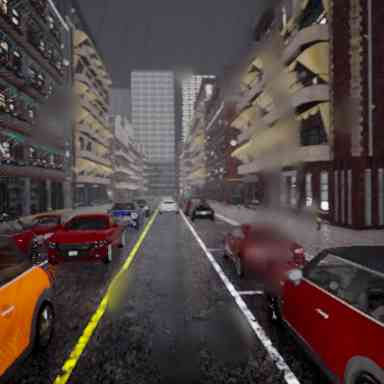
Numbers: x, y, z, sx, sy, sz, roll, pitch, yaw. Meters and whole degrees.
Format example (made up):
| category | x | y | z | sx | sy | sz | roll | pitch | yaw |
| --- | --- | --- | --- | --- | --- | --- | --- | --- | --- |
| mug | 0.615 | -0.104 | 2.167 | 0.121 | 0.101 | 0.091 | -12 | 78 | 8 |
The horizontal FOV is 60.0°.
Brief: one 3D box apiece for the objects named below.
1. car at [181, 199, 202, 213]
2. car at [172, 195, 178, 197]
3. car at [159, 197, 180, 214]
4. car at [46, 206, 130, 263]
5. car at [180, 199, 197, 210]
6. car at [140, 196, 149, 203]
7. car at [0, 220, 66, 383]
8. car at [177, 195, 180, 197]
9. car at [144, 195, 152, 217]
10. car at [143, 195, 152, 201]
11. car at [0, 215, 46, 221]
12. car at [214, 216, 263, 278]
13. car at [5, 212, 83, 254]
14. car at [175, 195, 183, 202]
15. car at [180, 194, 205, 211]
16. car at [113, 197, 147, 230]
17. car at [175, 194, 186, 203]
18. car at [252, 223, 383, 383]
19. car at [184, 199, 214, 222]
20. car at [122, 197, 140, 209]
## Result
| category | x | y | z | sx | sy | sz | roll | pitch | yaw |
| --- | --- | --- | --- | --- | --- | --- | --- | --- | --- |
| car | -0.091 | 1.550 | 37.543 | 2.008 | 1.369 | 4.403 | -2 | 0 | -4 |
| car | -3.427 | 1.572 | 48.798 | 1.812 | 1.442 | 4.674 | -1 | 0 | -4 |
| car | -2.447 | 1.560 | 35.355 | 1.812 | 1.442 | 4.674 | -1 | 0 | -4 |
| car | -3.669 | 1.532 | 12.262 | 1.882 | 1.535 | 5.008 | -1 | 0 | -4 |
| car | -0.494 | 1.586 | 43.078 | 1.802 | 1.307 | 4.206 | -2 | 0 | -4 |
| car | -10.759 | 1.674 | 75.521 | 1.752 | 1.417 | 4.829 | -2 | 0 | -4 |
| car | -2.994 | 1.396 | 3.084 | 2.097 | 1.767 | 4.553 | -1 | 0 | -4 |
| car | -0.897 | 1.591 | 48.612 | 1.802 | 1.307 | 4.206 | -2 | 0 | -4 |
| car | -5.061 | 1.426 | 31.830 | 2.097 | 1.767 | 4.553 | -1 | 0 | -4 |
| car | -11.580 | 1.598 | 86.759 | 1.967 | 1.590 | 4.097 | -2 | 0 | -4 |
| car | -5.936 | 1.528 | 9.277 | 1.967 | 1.590 | 4.097 | -2 | 0 | -4 |
| car | 1.930 | 1.553 | 9.872 | 1.802 | 1.307 | 4.206 | -2 | 0 | -4 |
| car | -6.335 | 1.676 | 14.812 | 1.802 | 1.307 | 4.206 | -2 | 0 | -4 |
| car | -3.329 | 1.562 | 81.987 | 1.752 | 1.417 | 4.829 | -2 | 0 | -4 |
| car | 0.305 | 1.309 | 32.009 | 2.192 | 1.841 | 5.009 | -2 | 0 | -4 |
| car | -4.340 | 1.417 | 21.538 | 2.097 | 1.767 | 4.553 | -1 | 0 | -4 |
| car | -2.517 | 1.343 | 70.749 | 2.192 | 1.841 | 5.009 | -2 | 0 | -4 |
| car | 2.333 | 1.405 | 4.338 | 1.967 | 1.590 | 4.097 | -2 | 0 | -4 |
| car | 0.715 | 1.554 | 26.475 | 1.947 | 1.339 | 4.313 | -2 | 0 | -4 |
| car | -8.758 | 1.566 | 48.018 | 1.967 | 1.590 | 4.097 | -2 | 0 | -4 |
